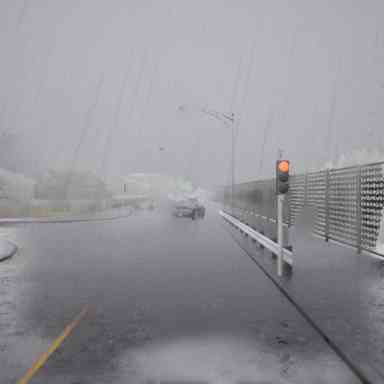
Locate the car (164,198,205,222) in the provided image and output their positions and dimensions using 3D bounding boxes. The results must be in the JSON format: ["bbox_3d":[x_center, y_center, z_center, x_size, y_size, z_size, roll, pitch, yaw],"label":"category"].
[{"bbox_3d":[-0.256,1.491,26.769,2.128,1.511,4.902,0,0,14],"label":"car"}]

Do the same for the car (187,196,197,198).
[{"bbox_3d":[0.069,1.477,67.067,1.882,1.535,5.008,0,0,0],"label":"car"}]

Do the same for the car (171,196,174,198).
[{"bbox_3d":[-4.120,1.564,50.594,1.994,1.385,4.181,0,0,0],"label":"car"}]

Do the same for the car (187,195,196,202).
[{"bbox_3d":[-0.042,1.540,77.410,2.033,1.411,5.357,0,0,0],"label":"car"}]

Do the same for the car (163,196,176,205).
[{"bbox_3d":[-4.099,1.477,61.048,1.882,1.535,5.008,0,0,0],"label":"car"}]

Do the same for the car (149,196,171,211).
[{"bbox_3d":[-4.119,1.491,40.657,2.128,1.511,4.902,0,0,0],"label":"car"}]
